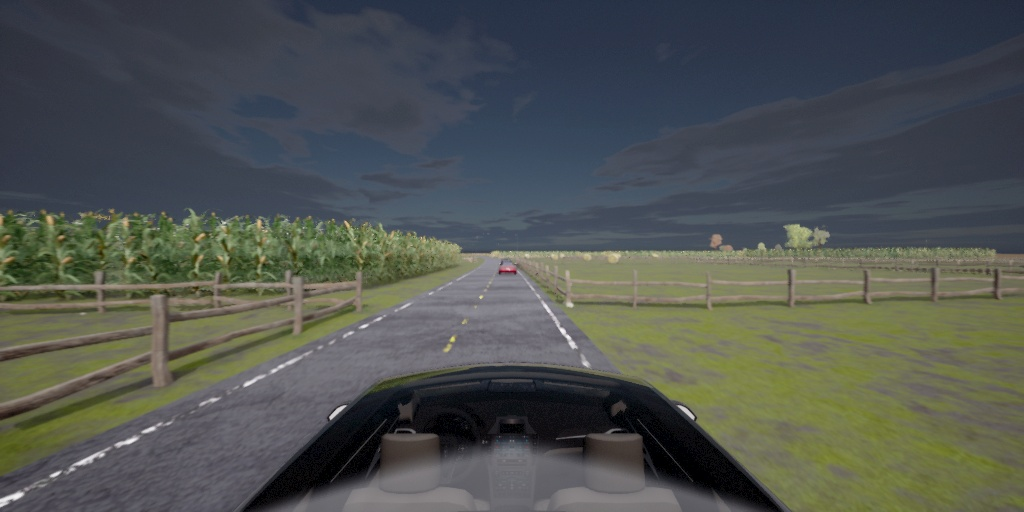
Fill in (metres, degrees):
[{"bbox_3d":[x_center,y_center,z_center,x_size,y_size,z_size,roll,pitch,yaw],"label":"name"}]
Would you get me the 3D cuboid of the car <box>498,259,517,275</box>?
[{"bbox_3d":[-0.468,1.219,38.240,1.994,1.385,4.181,0,0,-1],"label":"car"}]
